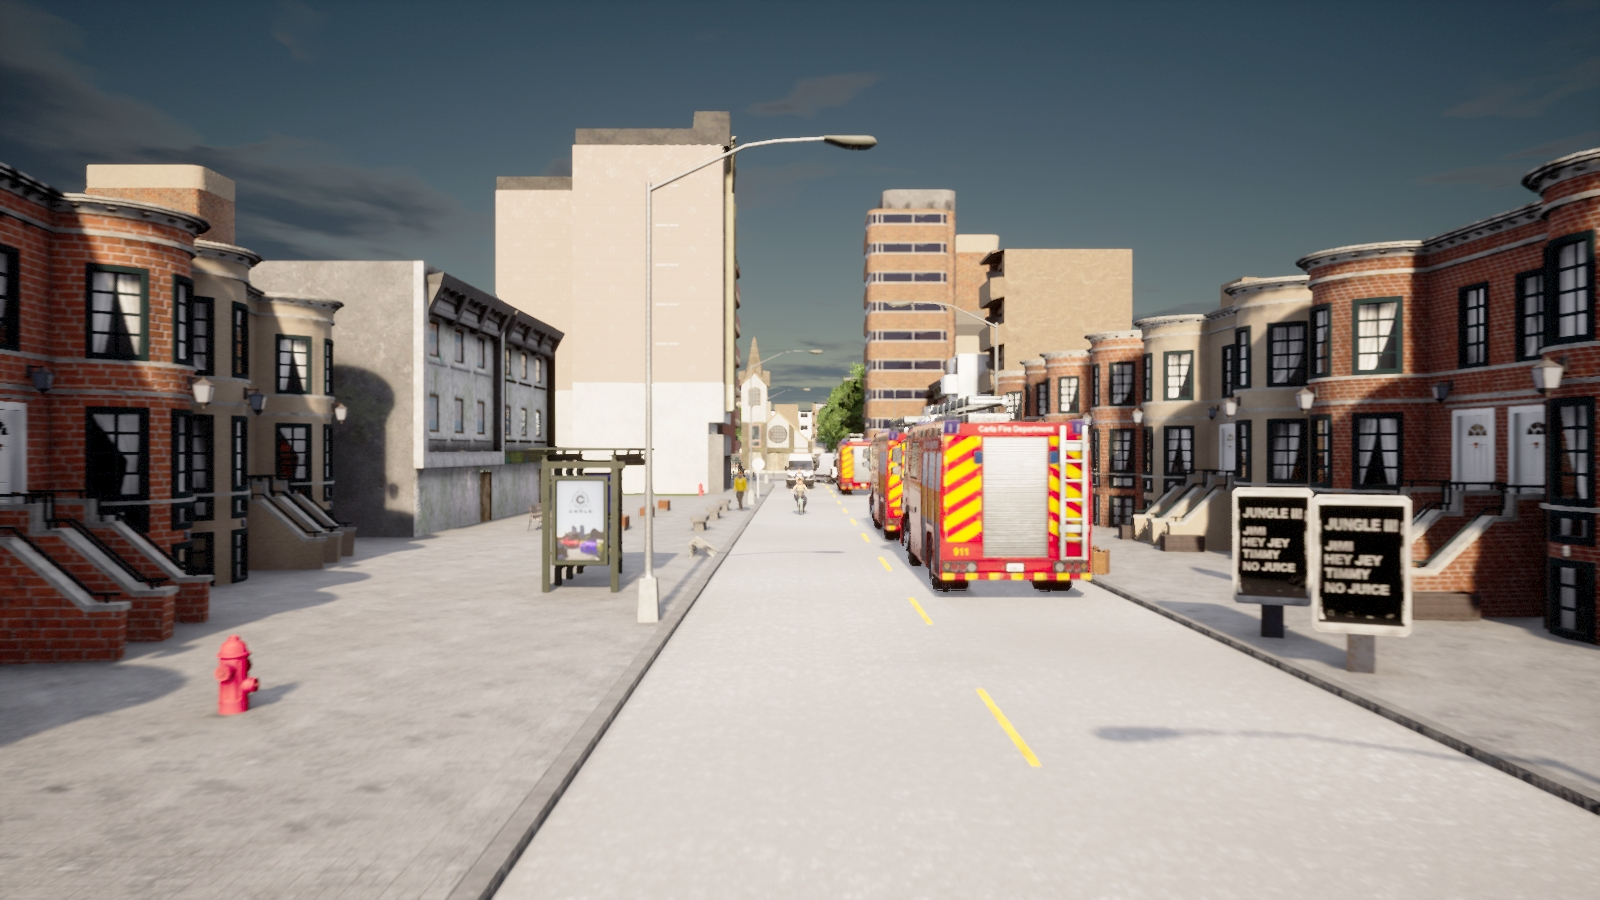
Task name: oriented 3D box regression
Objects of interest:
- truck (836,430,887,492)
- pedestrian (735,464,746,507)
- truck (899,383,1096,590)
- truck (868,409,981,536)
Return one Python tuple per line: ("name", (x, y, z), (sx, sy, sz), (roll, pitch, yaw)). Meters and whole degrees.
("truck", (3.962, 0.670, 75.290), (2.891, 3.827, 8.468), (0, 0, 0))
("pedestrian", (-2.579, 1.523, 49.679), (0.375, 1.860, 0.375), (0, 0, 11))
("truck", (4.007, 0.670, 25.302), (2.891, 3.827, 8.468), (0, 0, 0))
("truck", (4.008, 0.670, 38.553), (2.891, 3.827, 8.468), (0, 0, 0))
